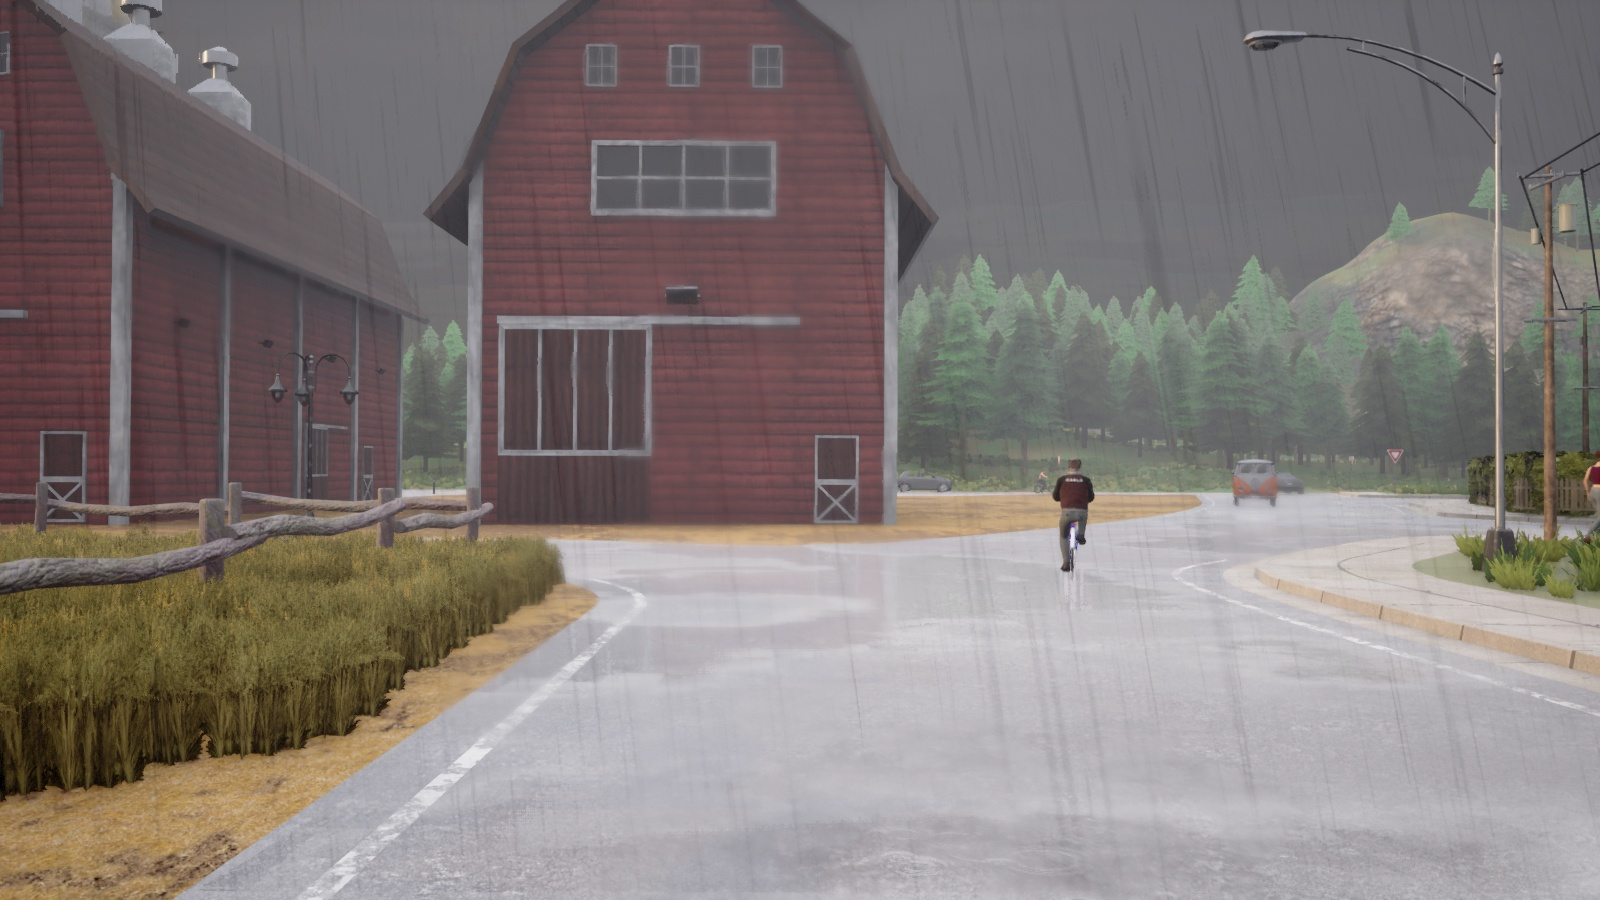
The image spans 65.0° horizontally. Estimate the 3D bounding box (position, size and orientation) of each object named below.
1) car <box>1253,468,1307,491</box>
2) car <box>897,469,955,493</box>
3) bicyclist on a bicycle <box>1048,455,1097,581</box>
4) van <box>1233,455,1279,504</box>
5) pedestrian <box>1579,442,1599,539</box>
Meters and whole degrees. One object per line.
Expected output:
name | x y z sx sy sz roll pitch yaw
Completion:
car | 30.165 1.859 79.059 1.994 1.385 4.181 -1 -2 3
car | 8.321 2.050 83.249 3.633 1.501 1.845 0 -1 0
bicyclist on a bicycle | 4.062 0.966 18.656 0.659 1.776 1.843 1 0 13
van | 19.556 1.243 53.973 1.775 1.987 4.442 -1 -1 19
pedestrian | 15.343 0.769 24.078 0.594 1.836 0.345 0 -1 -7
